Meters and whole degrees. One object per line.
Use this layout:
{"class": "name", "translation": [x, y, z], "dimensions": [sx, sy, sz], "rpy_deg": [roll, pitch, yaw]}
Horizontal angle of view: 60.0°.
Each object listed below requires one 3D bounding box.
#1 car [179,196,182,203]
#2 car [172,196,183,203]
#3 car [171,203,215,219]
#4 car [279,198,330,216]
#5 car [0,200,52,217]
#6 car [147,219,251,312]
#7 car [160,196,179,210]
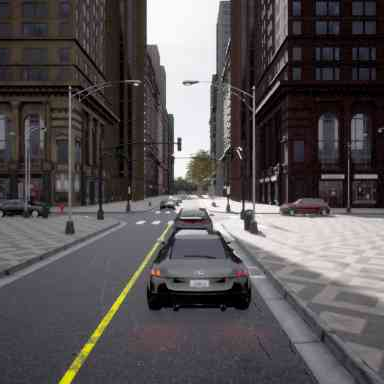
{"class": "car", "translation": [-3.089, 1.492, 53.119], "dimensions": [2.128, 1.511, 4.902], "rpy_deg": [0, 0, 0]}
{"class": "car", "translation": [-2.996, 1.566, 69.431], "dimensions": [2.033, 1.411, 5.357], "rpy_deg": [0, 0, 0]}
{"class": "car", "translation": [0.062, 1.505, 16.720], "dimensions": [1.837, 1.490, 4.892], "rpy_deg": [0, 0, 0]}
{"class": "car", "translation": [10.788, 1.388, 32.168], "dimensions": [4.553, 1.767, 2.097], "rpy_deg": [0, 0, 0]}
{"class": "car", "translation": [-14.747, 1.454, 28.968], "dimensions": [4.892, 1.490, 1.837], "rpy_deg": [0, 0, -1]}
{"class": "car", "translation": [0.108, 1.564, 7.812], "dimensions": [1.994, 1.385, 4.181], "rpy_deg": [0, 0, -1]}
{"class": "car", "translation": [-3.089, 1.546, 43.176], "dimensions": [2.033, 1.411, 5.357], "rpy_deg": [0, 0, 0]}
